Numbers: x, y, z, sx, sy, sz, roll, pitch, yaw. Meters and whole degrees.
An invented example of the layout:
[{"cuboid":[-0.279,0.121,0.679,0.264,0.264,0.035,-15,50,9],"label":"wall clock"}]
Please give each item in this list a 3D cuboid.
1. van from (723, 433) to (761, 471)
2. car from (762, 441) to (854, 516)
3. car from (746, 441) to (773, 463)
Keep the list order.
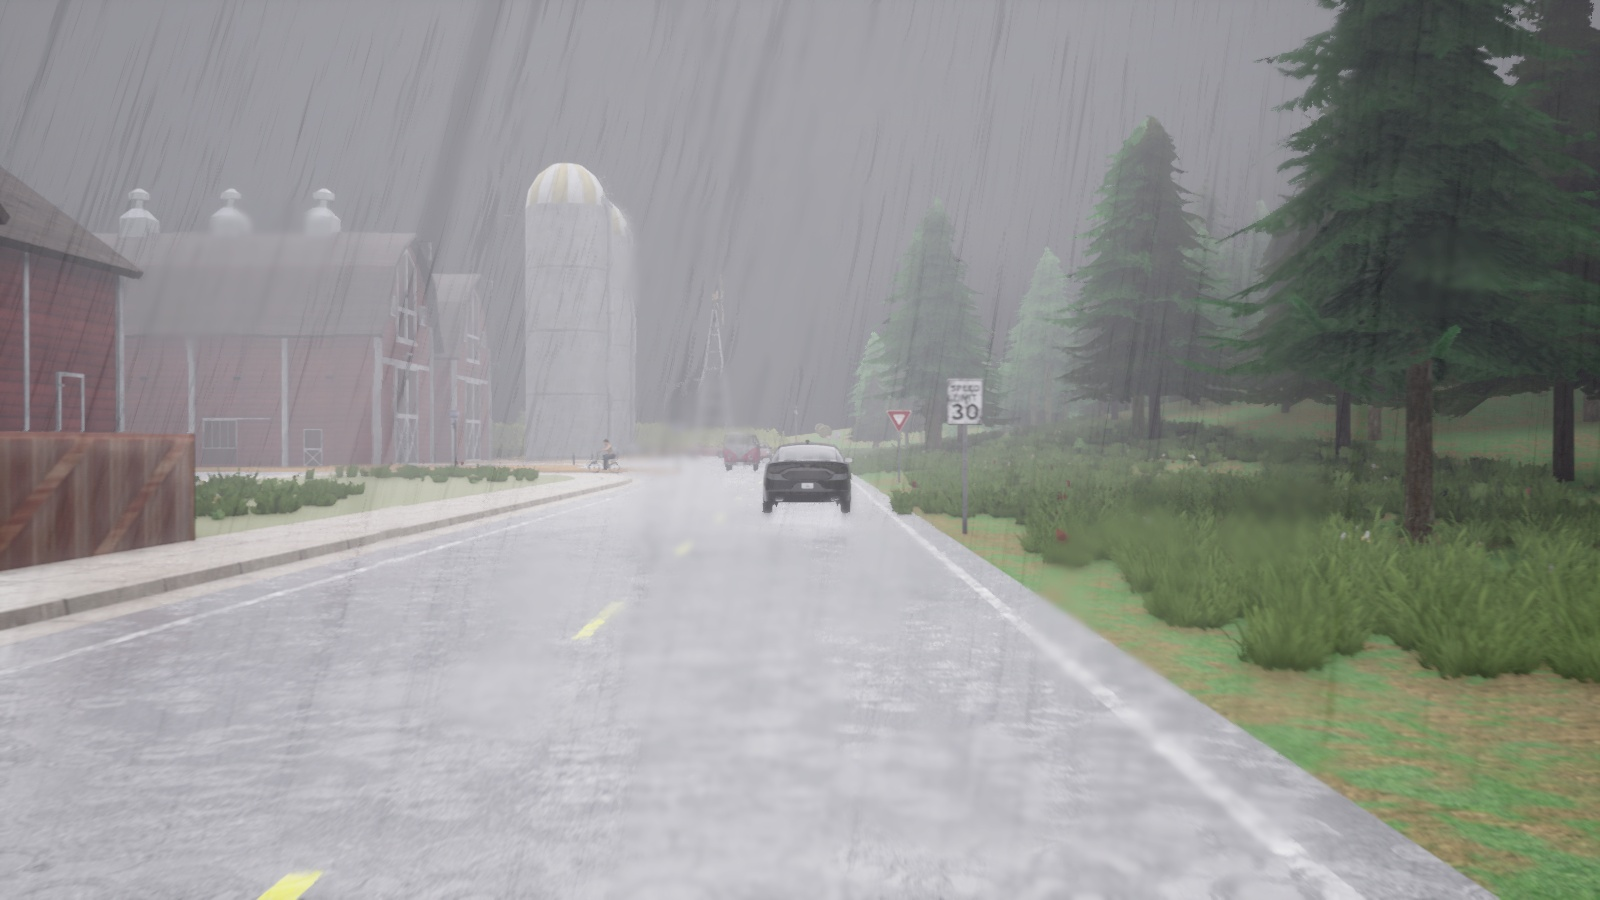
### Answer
[{"cuboid":[-3.104,0.114,67.923,1.775,1.987,4.442,0,0,0],"label":"van"},{"cuboid":[0.172,0.565,28.194,1.882,1.535,5.008,0,0,0],"label":"car"},{"cuboid":[-2.965,0.120,92.551,1.851,1.617,3.988,0,0,0],"label":"car"}]
